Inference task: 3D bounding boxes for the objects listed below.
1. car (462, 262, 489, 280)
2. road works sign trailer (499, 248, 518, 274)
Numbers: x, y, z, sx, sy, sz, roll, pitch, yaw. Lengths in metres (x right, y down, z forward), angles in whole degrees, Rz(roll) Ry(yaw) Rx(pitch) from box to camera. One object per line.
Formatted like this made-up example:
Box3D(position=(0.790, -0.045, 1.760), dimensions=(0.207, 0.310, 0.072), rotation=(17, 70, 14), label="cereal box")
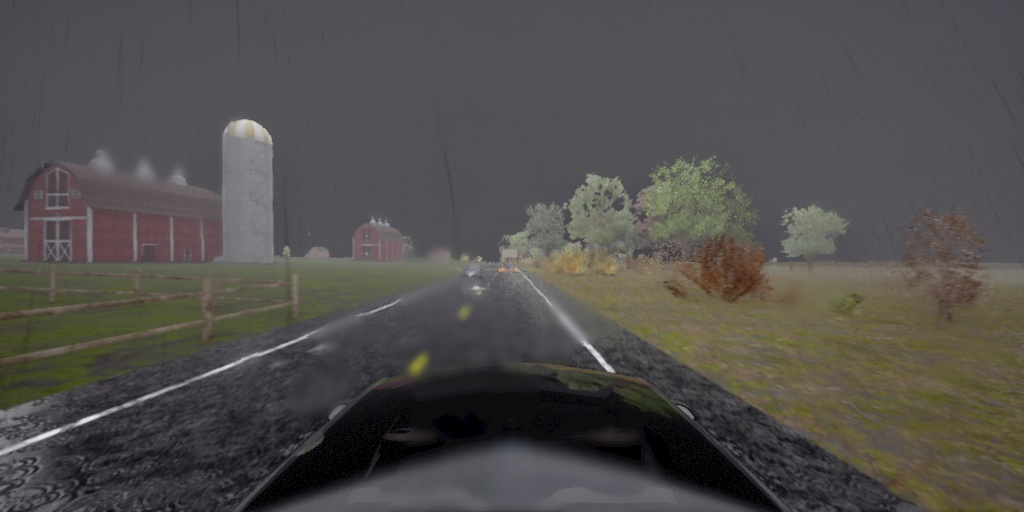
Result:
Box3D(position=(-3.751, 1.546, 35.491), dimensions=(2.128, 1.511, 4.902), rotation=(0, -1, 0), label="car")
Box3D(position=(-0.332, 0.650, 50.101), dimensions=(2.380, 3.560, 2.880), rotation=(0, 0, -1), label="road works sign trailer")
